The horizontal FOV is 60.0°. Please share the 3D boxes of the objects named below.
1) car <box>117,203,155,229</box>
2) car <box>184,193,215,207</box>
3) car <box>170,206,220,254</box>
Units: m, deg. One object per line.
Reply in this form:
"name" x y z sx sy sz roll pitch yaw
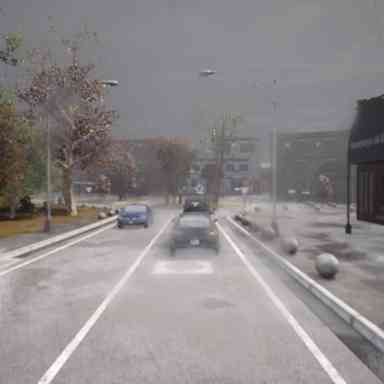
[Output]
"car" -3.535 1.490 21.679 1.812 1.442 4.674 0 0 0
"car" 0.742 1.120 29.468 2.150 2.045 5.566 0 1 10
"car" 0.102 1.527 13.471 1.812 1.442 4.674 0 0 0
